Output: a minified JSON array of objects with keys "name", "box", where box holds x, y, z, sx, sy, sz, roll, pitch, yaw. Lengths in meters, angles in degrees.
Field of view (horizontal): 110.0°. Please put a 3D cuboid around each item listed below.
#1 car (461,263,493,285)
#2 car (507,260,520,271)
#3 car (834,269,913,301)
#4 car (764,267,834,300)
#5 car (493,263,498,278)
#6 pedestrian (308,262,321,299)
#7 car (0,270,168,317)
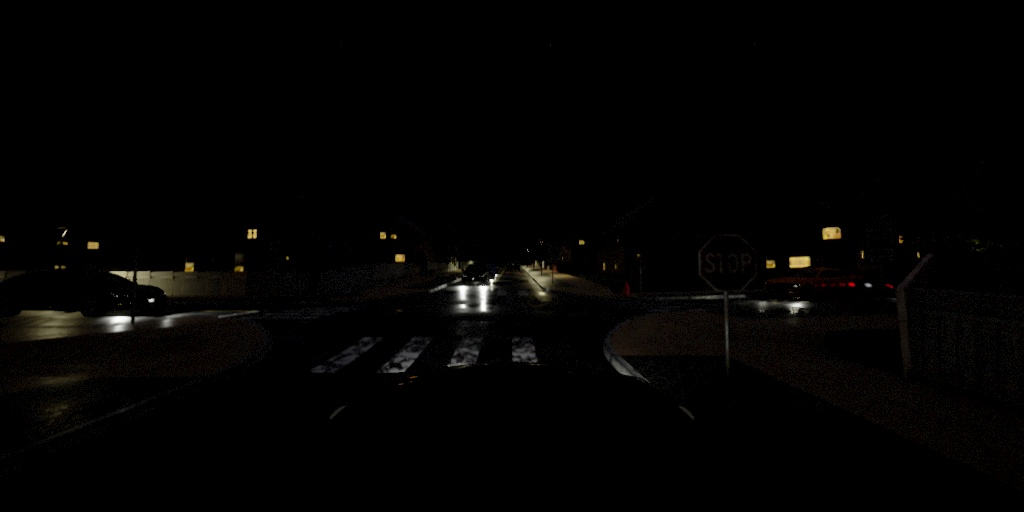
[{"name":"car","box":[-2.793,1.397,28.181,1.837,1.490,4.892,0,0,0]},{"name":"car","box":[0.216,1.481,58.837,2.097,1.767,4.553,0,-1,0]},{"name":"car","box":[17.093,1.244,15.326,5.357,1.411,2.033,0,-3,-13]},{"name":"car","box":[15.096,1.339,17.924,5.008,1.535,1.882,0,-3,-14]},{"name":"car","box":[-2.765,1.434,37.739,1.882,1.535,5.008,0,0,0]},{"name":"pedestrian","box":[-9.782,1.183,17.685,0.375,1.860,0.375,0,-3,-1]},{"name":"car","box":[-14.384,1.232,11.998,4.892,1.490,1.837,0,-3,2]}]
